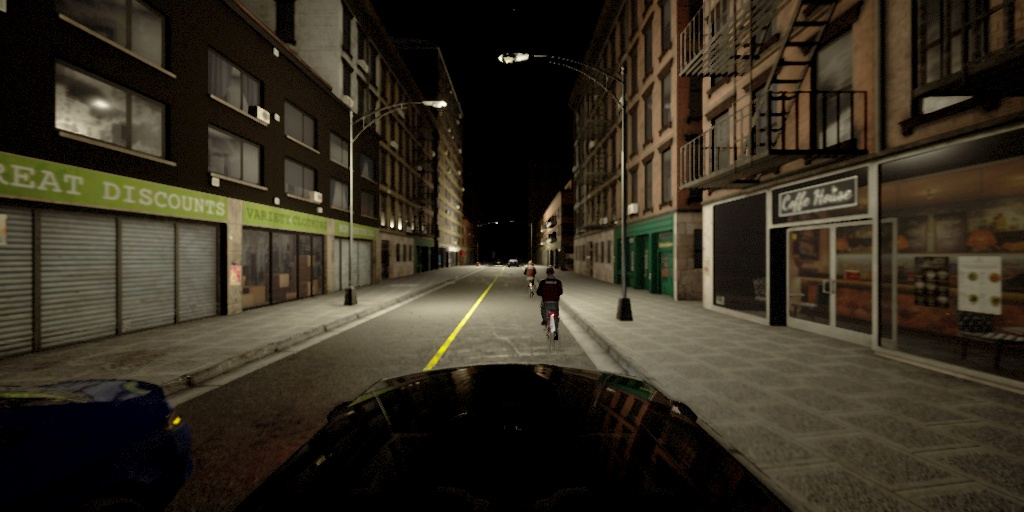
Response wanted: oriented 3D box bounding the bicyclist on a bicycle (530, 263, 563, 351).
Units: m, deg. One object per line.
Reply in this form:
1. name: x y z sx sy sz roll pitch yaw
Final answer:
1. bicyclist on a bicycle: 0.845 1.119 8.121 0.659 1.776 1.843 0 0 0

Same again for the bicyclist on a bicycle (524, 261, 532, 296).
1. bicyclist on a bicycle: 0.867 1.119 17.121 0.659 1.776 1.843 0 0 0

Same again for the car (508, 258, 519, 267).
1. car: 0.255 1.272 63.873 2.033 1.411 5.357 0 0 0

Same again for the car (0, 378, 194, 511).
1. car: -3.099 1.280 0.568 1.812 1.442 4.674 0 0 0
